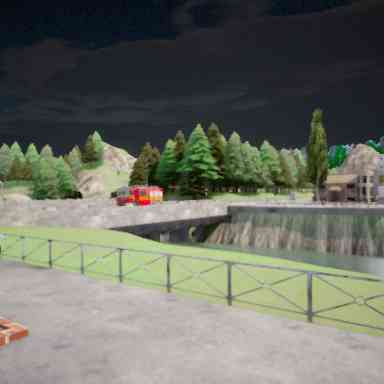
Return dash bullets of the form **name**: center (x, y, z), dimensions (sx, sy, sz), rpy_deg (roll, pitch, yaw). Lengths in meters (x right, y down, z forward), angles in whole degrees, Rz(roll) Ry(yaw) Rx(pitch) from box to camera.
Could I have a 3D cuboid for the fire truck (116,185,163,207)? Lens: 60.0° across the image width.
- **fire truck**: center (-8.637, 0.845, 55.595), dimensions (2.891, 3.827, 8.468), rpy_deg (-1, -1, 35)
